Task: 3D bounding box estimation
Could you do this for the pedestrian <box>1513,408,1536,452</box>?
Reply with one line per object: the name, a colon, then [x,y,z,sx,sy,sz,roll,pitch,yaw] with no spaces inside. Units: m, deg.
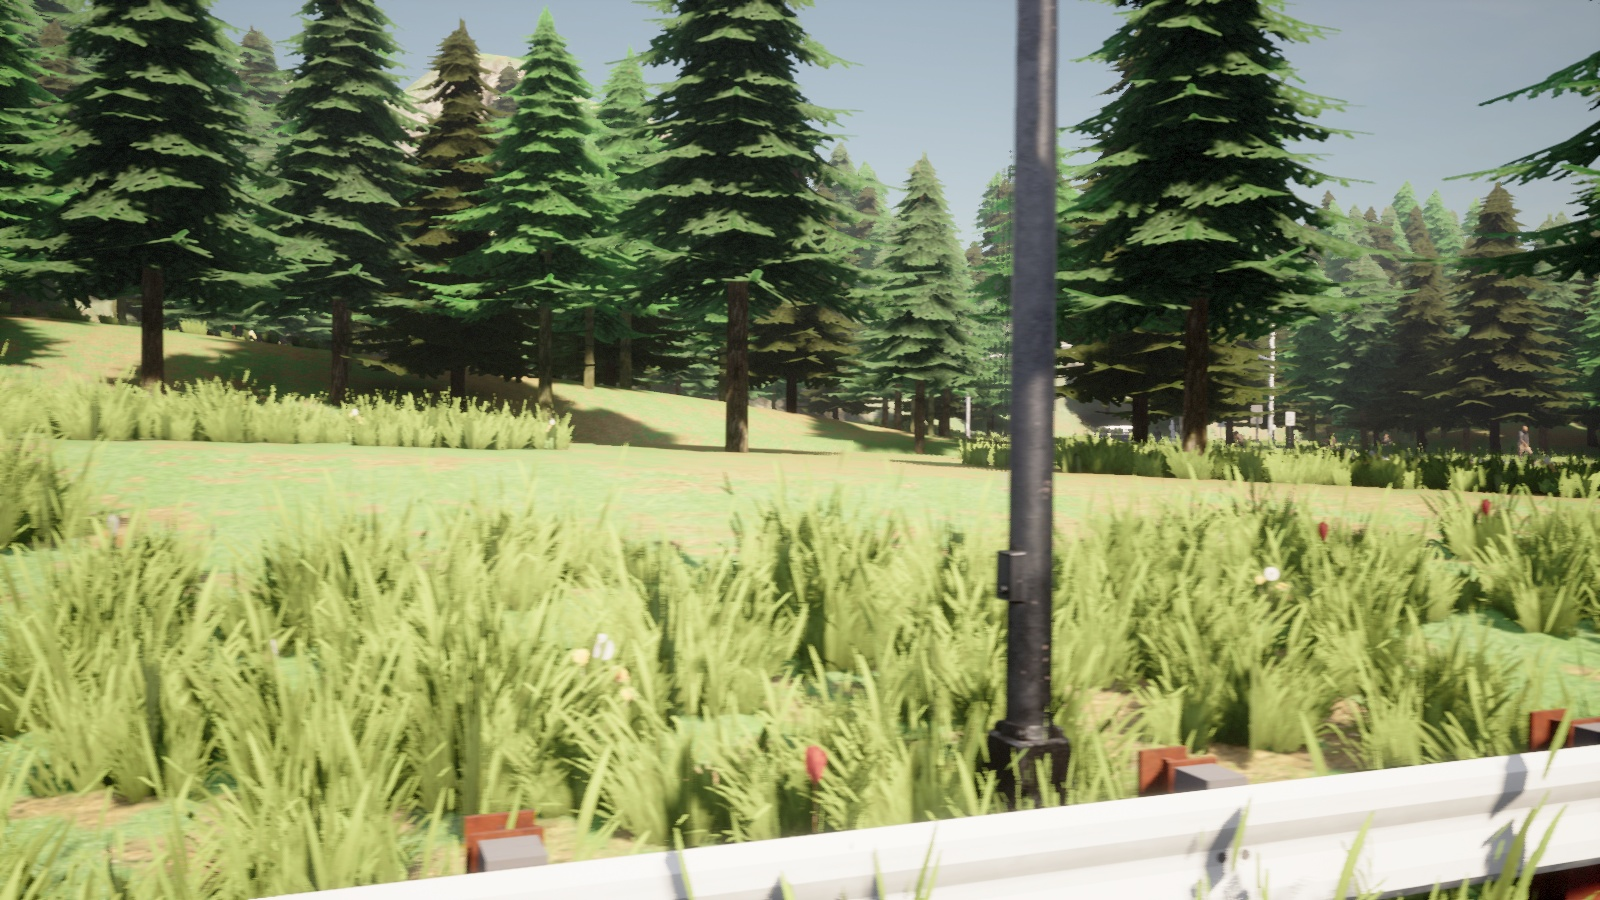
pedestrian: [31.027,-0.852,53.782,0.540,1.848,0.694,-1,1,-18]
